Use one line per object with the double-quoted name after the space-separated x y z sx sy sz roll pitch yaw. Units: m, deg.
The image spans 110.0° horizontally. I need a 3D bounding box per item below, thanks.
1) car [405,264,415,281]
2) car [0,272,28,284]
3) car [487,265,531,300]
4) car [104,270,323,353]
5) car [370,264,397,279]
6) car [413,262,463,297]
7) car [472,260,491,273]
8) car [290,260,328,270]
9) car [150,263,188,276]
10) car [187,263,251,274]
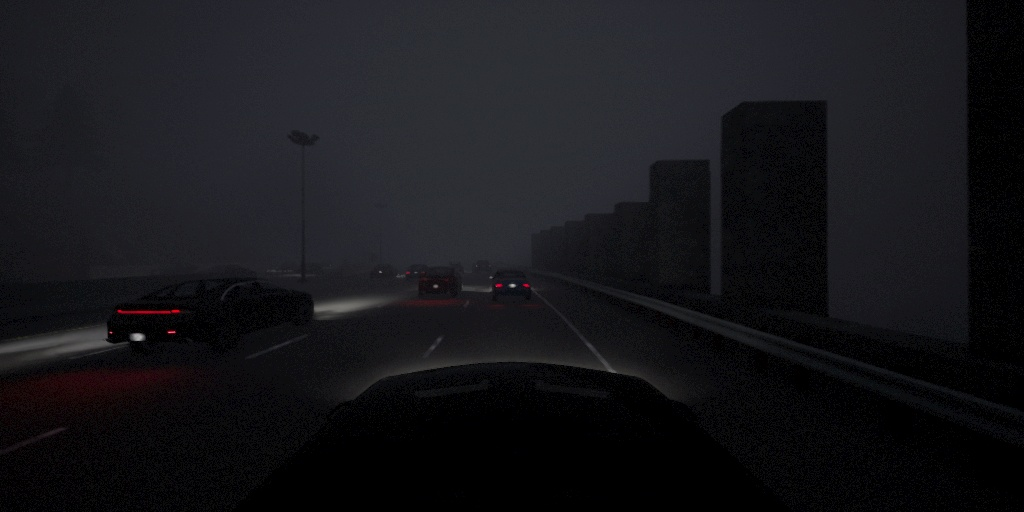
-8.294 1.420 31.871 2.033 1.411 5.357 0 0 -9 "car"
-28.591 1.438 18.739 1.994 1.385 4.181 0 0 -4 "car"
-0.137 1.355 18.250 2.033 1.411 5.357 0 0 -4 "car"
-6.939 1.283 9.026 2.128 1.511 4.902 0 0 -1 "car"
-12.605 1.459 35.429 1.994 1.385 4.181 0 0 -9 "car"
-3.821 1.298 19.571 1.882 1.535 5.008 0 0 -4 "car"
-3.927 1.263 46.126 2.097 1.767 4.553 0 0 -12 "car"
-25.203 1.503 44.713 2.033 1.411 5.357 0 0 -11 "car"
-34.354 1.440 36.695 2.128 1.511 4.902 0 0 -10 "car"
-26.202 1.464 32.741 2.033 1.411 5.357 0 0 -5 "car"
